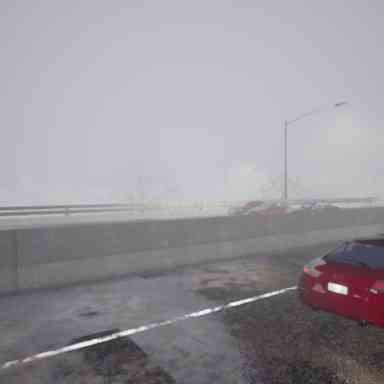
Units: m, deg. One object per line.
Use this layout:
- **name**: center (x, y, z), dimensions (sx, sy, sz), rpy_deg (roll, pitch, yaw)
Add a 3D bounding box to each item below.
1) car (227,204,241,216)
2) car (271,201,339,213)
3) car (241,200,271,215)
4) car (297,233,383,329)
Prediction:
- **car**: center (5.235, 1.429, 29.045), dimensions (4.674, 1.442, 1.812), rpy_deg (0, 0, -35)
- **car**: center (8.015, 1.403, 22.445), dimensions (4.902, 1.511, 2.128), rpy_deg (0, 0, -35)
- **car**: center (6.132, 1.474, 25.397), dimensions (4.181, 1.385, 1.994), rpy_deg (0, 0, -35)
- **car**: center (4.010, 1.531, 6.574), dimensions (4.181, 1.385, 1.994), rpy_deg (0, 0, -35)
